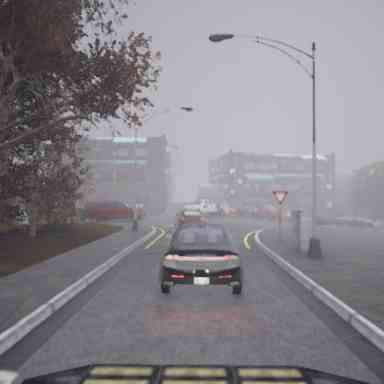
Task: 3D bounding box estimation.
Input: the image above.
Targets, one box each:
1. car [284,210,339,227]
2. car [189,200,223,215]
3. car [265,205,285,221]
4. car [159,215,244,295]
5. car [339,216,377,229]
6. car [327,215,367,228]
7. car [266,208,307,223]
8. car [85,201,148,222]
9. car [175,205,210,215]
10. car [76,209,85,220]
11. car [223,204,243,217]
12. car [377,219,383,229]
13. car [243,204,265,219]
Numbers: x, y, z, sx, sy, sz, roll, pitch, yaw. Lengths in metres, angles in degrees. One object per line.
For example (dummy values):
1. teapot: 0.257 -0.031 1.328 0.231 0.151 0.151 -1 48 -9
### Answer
1. car: 12.755 2.934 35.569 4.674 1.442 1.812 6 -2 -11
2. car: 1.004 1.983 42.414 2.435 2.045 5.566 1 -2 -31
3. car: 9.818 2.674 44.247 2.435 2.045 5.566 7 -3 -31
4. car: 0.236 1.590 8.973 2.128 1.511 4.902 0 -1 1
5. car: 19.580 3.798 40.858 4.718 1.301 1.895 5 -2 -11
6. car: 21.578 4.095 46.578 2.002 1.452 4.674 6 -3 -31
7. car: 12.637 3.204 45.010 1.946 1.575 5.366 6 -3 -31
8. car: -7.220 1.910 33.039 5.566 2.045 2.150 -2 -1 5
9. car: -0.180 1.917 23.660 1.812 1.442 4.674 0 -1 -8
10. car: -10.712 2.092 36.415 5.566 2.045 2.150 -2 -1 6
11. car: 3.871 2.268 43.065 2.185 1.767 4.553 4 -3 -32
12. car: 24.538 4.379 47.155 2.002 1.452 4.674 7 -3 -31
13. car: 6.833 2.513 43.626 2.185 1.767 4.553 6 -3 -32
